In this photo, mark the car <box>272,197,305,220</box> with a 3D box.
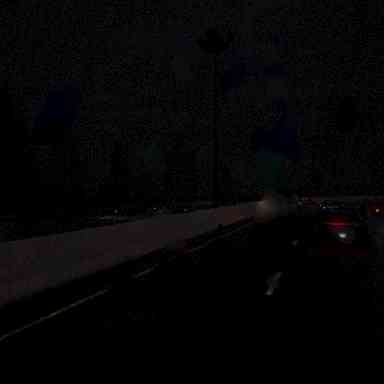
[{"bbox_3d":[8.096,1.304,28.215,2.097,1.767,4.553,0,0,22],"label":"car"}]

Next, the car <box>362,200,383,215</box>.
[{"bbox_3d":[16.335,1.413,29.845,1.882,1.535,5.008,0,0,23],"label":"car"}]

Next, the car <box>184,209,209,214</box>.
[{"bbox_3d":[0.857,1.485,29.391,1.812,1.442,4.674,0,0,22],"label":"car"}]

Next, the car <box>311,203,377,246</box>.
[{"bbox_3d":[6.751,1.461,15.185,2.128,1.511,4.902,0,0,21],"label":"car"}]

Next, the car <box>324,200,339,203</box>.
[{"bbox_3d":[12.988,1.486,30.957,2.033,1.411,5.357,0,0,23],"label":"car"}]

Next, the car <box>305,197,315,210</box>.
[{"bbox_3d":[14.246,1.414,41.579,2.128,1.511,4.902,0,0,28],"label":"car"}]
